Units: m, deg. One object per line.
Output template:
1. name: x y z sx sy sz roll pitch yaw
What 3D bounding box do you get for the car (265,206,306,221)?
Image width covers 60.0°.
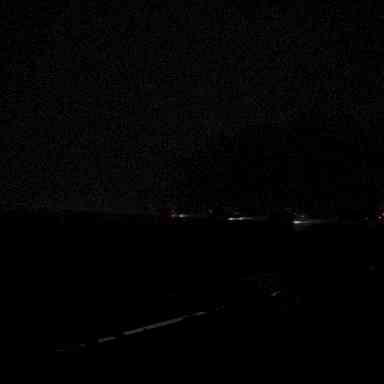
1. car: 9.818 2.259 35.353 1.812 1.442 4.674 1 -2 -33

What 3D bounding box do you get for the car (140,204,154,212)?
1. car: -9.362 3.353 71.223 1.882 1.535 5.008 1 -2 -33

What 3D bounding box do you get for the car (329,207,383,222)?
1. car: 16.006 2.168 32.537 1.895 1.301 4.718 1 -2 -37

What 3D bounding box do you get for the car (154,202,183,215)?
1. car: -3.697 2.767 56.037 2.150 2.045 5.566 1 -2 -33

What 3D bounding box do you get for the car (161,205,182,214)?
1. car: -3.881 3.278 62.846 1.812 1.442 4.674 1 -2 -33

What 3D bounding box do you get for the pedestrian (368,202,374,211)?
1. pedestrian: 18.936 1.918 35.302 0.375 1.860 0.375 -2 1 -33

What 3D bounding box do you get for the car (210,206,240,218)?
1. car: 4.297 2.581 43.788 1.837 1.490 4.892 1 -2 -33
